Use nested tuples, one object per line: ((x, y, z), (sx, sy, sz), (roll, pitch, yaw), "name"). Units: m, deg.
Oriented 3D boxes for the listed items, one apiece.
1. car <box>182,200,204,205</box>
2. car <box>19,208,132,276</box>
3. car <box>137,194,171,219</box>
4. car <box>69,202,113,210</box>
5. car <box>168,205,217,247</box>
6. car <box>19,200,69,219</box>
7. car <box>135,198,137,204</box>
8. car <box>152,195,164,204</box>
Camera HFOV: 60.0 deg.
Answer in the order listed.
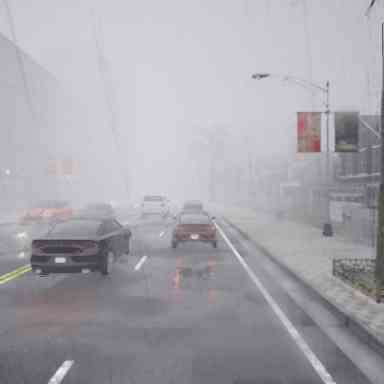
((0.104, 1.465, 31.672), (1.882, 1.535, 5.008), (0, 0, 0), "car")
((-3.149, 1.477, 10.430), (1.882, 1.535, 5.008), (0, 0, 0), "car")
((-3.146, 1.211, 29.333), (2.150, 2.045, 5.566), (0, 0, 0), "car")
((-6.596, 1.499, 23.157), (1.837, 1.490, 4.892), (0, 0, 0), "car")
((0.101, 1.524, 14.867), (1.812, 1.442, 4.674), (0, 0, 0), "car")
((-9.846, 1.347, 22.789), (2.097, 1.767, 4.553), (0, 0, 0), "car")
((-9.758, 1.549, 64.049), (1.895, 1.301, 4.718), (0, 0, 0), "car")
((-6.506, 1.436, 64.905), (1.837, 1.490, 4.892), (0, 1, 0), "car")
